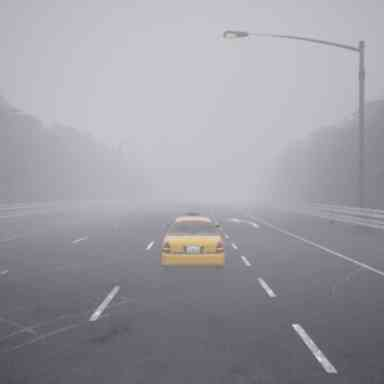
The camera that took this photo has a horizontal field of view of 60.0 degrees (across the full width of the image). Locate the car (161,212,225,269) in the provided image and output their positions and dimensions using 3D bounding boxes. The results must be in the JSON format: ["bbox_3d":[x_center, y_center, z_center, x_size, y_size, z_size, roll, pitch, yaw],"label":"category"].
[{"bbox_3d":[0.024,1.447,11.112,1.801,1.575,5.366,0,0,0],"label":"car"}]
